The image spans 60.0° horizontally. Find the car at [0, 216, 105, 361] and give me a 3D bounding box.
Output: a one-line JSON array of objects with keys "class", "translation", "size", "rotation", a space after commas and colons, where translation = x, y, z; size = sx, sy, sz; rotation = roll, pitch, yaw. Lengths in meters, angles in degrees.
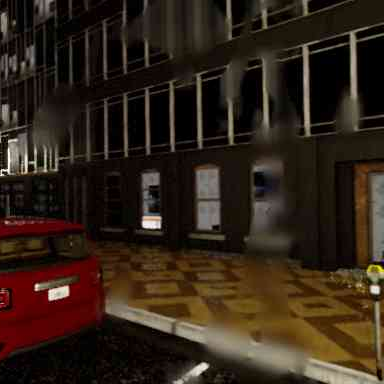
[{"class": "car", "translation": [-3.567, 1.315, 5.442], "size": [5.009, 1.841, 2.192], "rotation": [0, -1, 36]}]
